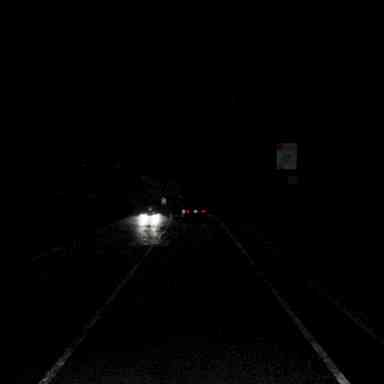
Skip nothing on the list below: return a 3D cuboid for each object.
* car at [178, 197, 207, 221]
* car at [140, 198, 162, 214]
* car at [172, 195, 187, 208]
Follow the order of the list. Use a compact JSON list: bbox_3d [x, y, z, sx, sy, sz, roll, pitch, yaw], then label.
[{"bbox_3d":[0.138,1.400,25.799,2.033,1.411,5.357,0,0,-2],"label":"car"},{"bbox_3d":[-4.033,1.323,32.875,2.128,1.511,4.902,0,0,-5],"label":"car"},{"bbox_3d":[-1.399,1.124,41.110,1.882,1.535,5.008,-1,2,-8],"label":"car"}]
